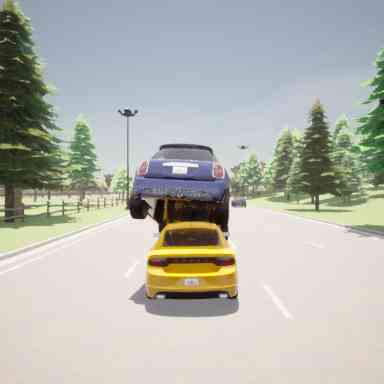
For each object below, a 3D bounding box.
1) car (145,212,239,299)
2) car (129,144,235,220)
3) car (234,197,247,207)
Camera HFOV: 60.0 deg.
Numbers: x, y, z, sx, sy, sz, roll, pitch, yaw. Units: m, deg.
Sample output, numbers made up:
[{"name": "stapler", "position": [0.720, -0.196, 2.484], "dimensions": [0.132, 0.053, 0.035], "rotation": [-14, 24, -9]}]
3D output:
[{"name": "car", "position": [-0.005, 1.491, 8.474], "dimensions": [1.882, 1.535, 5.008], "rotation": [-1, 0, 0]}, {"name": "car", "position": [-0.030, 0.110, 8.846], "dimensions": [2.097, 1.767, 4.553], "rotation": [3, -14, 7]}, {"name": "car", "position": [6.993, 1.491, 49.919], "dimensions": [2.128, 1.511, 4.902], "rotation": [0, 0, 0]}]
